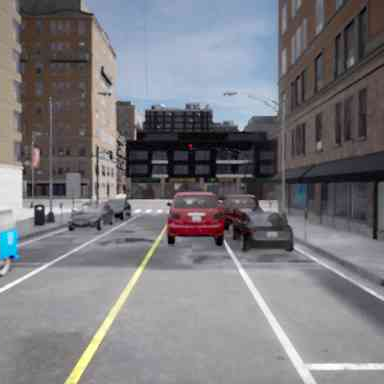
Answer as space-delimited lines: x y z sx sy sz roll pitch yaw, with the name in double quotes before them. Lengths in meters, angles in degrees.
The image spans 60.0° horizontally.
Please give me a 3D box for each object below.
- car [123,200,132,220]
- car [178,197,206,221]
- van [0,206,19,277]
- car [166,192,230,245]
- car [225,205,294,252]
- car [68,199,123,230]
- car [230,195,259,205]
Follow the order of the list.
"car" -5.481 1.217 24.131 1.947 1.339 4.313 0 1 0
"car" -0.004 1.173 24.406 1.812 1.442 4.674 0 1 0
"van" -5.416 1.237 7.143 1.690 1.788 3.998 0 1 0
"car" 0.070 1.010 14.440 2.150 2.045 5.566 0 1 -2
"car" 2.587 1.379 12.839 1.947 1.339 4.313 0 1 0
"car" -5.460 1.283 18.469 2.008 1.369 4.403 0 1 0
"car" 2.565 1.047 18.497 2.192 1.841 5.009 0 1 0
